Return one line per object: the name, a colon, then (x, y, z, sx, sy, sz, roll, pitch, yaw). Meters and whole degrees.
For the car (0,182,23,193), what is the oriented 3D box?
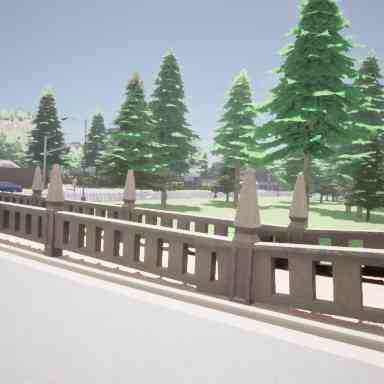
car: (-21.374, -0.399, 36.977, 1.812, 1.442, 4.674, 4, 2, 37)
